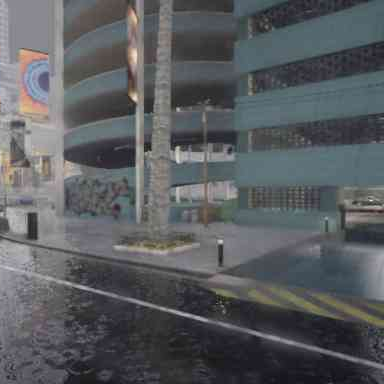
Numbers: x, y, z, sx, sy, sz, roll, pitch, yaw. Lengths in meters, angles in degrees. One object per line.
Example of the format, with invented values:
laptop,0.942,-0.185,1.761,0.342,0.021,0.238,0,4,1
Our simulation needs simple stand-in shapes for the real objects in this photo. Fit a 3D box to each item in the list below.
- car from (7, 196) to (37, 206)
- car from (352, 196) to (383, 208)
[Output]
car,-28.198,1.433,55.100,2.097,1.767,4.553,0,0,24
car,24.106,1.331,44.801,4.674,1.452,2.002,0,0,36
